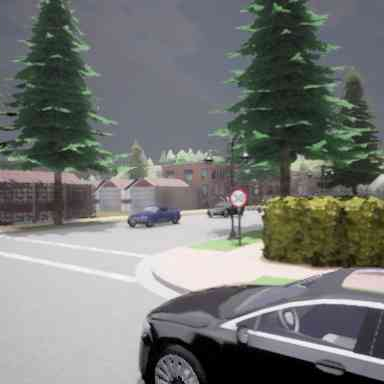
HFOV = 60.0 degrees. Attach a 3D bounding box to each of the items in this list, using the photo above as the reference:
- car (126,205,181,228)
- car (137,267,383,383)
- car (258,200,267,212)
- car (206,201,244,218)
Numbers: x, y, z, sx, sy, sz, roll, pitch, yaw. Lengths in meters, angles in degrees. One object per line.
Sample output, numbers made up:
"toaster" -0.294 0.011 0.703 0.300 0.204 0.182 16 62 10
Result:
"car" -2.611 1.692 23.877 1.812 1.442 4.674 -1 -1 34
"car" 1.567 1.498 3.059 4.902 1.511 2.128 -1 0 38
"car" 9.736 1.654 40.515 2.128 1.511 4.902 -1 -1 39
"car" 3.273 1.658 32.136 2.128 1.511 4.902 -1 -1 37
